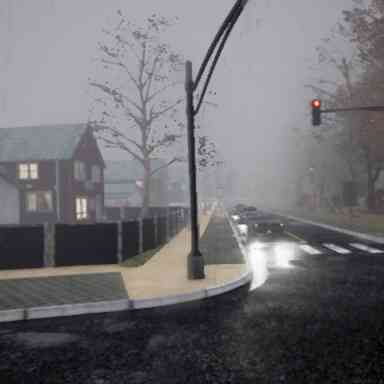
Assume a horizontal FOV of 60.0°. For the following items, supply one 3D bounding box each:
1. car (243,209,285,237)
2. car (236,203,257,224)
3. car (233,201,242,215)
[{"bbox_3d":[4.609,2.009,21.243,1.895,1.301,4.718,-2,-1,5],"label":"car"},{"bbox_3d":[5.468,2.114,31.365,1.812,1.442,4.674,-2,-1,5],"label":"car"},{"bbox_3d":[6.655,2.359,45.132,1.812,1.442,4.674,-2,-1,5],"label":"car"}]
